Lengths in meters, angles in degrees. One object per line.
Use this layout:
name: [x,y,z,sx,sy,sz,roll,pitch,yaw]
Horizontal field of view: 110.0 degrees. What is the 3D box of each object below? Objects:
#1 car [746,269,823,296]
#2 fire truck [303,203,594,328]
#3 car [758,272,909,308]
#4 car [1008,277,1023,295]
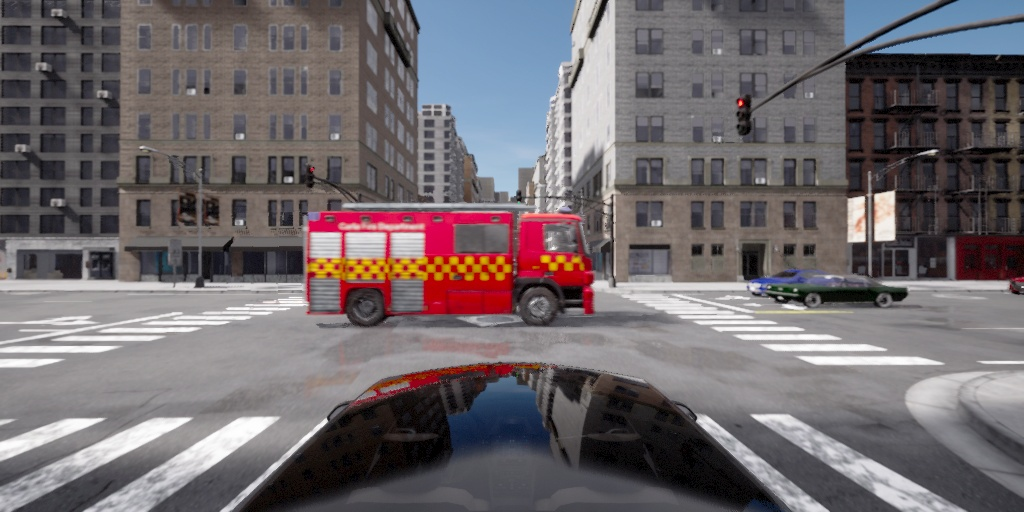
car: [14.670,1.410,18.489,4.674,1.442,1.812,0,0,-2]
fire truck: [-1.802,0.181,11.698,8.468,3.827,2.891,0,0,-1]
car: [13.559,1.465,15.225,4.718,1.301,1.895,0,0,-1]
car: [29.126,1.356,18.660,5.008,1.535,1.882,0,0,-1]
